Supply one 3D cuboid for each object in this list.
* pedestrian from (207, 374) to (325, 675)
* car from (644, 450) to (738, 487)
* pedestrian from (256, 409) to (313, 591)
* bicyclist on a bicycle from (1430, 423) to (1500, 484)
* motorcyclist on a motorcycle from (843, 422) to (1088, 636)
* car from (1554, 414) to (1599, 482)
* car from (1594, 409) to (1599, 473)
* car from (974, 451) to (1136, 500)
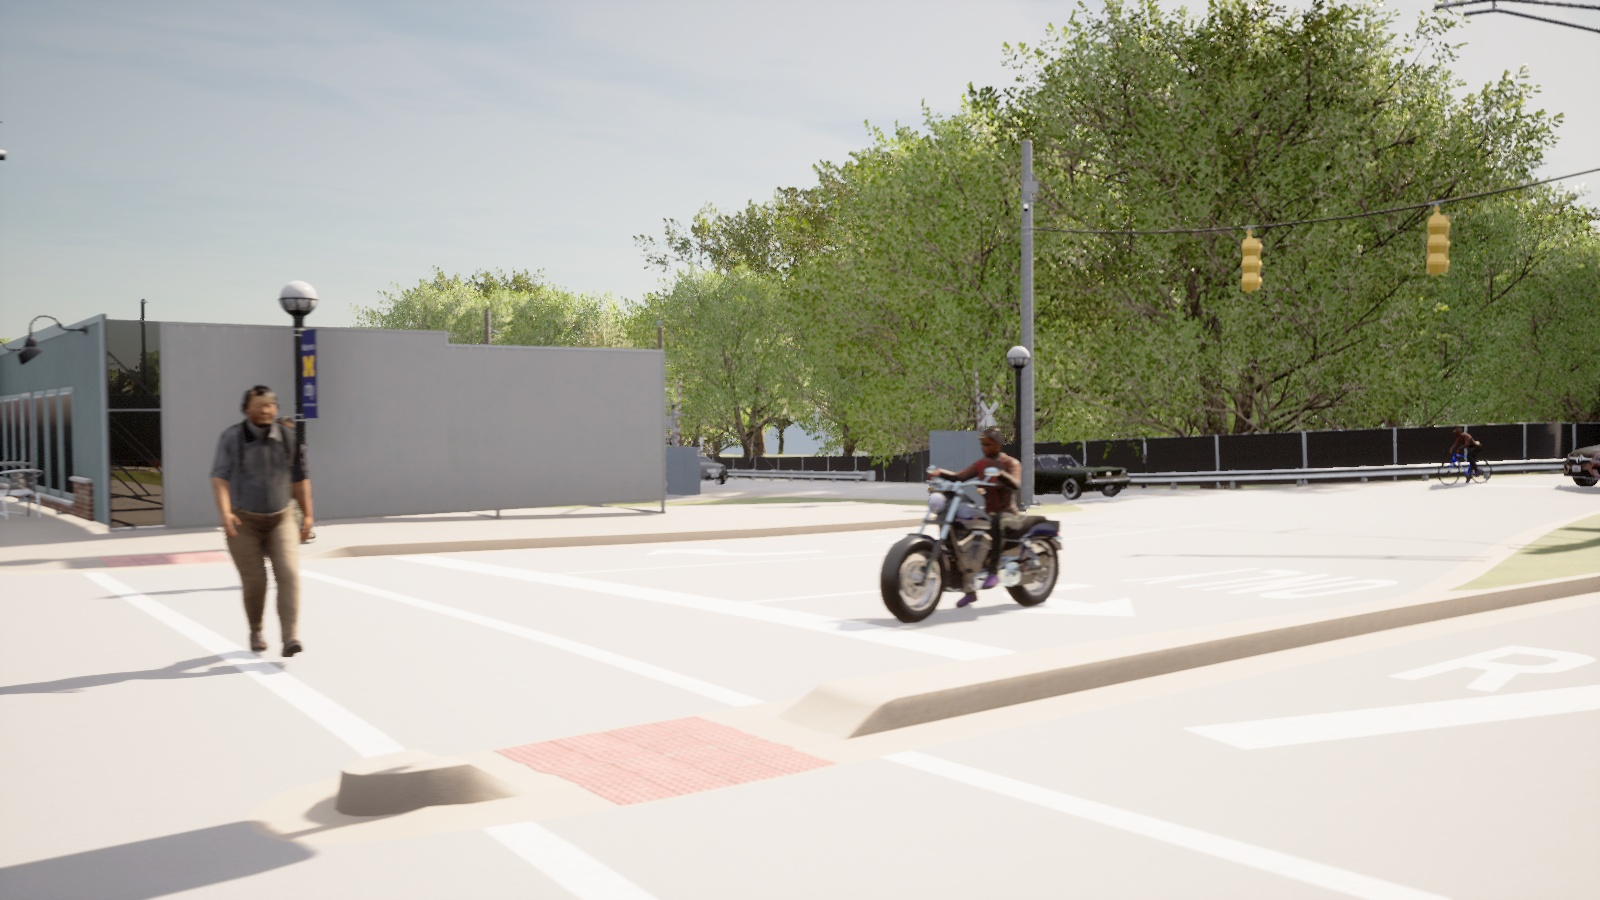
[{"bbox_3d":[-3.464,0.447,8.130,0.540,1.848,0.694,-2,2,-34],"label":"pedestrian"},{"bbox_3d":[-5.001,0.839,56.949,2.128,1.511,4.902,-2,1,-32],"label":"car"},{"bbox_3d":[-5.411,0.499,13.164,0.431,1.840,0.703,-2,2,-29],"label":"pedestrian"},{"bbox_3d":[18.831,0.085,35.548,1.656,1.620,0.582,-3,2,-6],"label":"bicyclist on a bicycle"},{"bbox_3d":[1.468,0.604,10.743,2.350,1.649,0.766,0,1,-44],"label":"motorcyclist on a motorcycle"},{"bbox_3d":[22.478,-0.110,32.152,5.027,1.651,2.152,-1,2,3],"label":"car"},{"bbox_3d":[25.219,-0.270,35.888,3.866,1.878,1.905,-1,2,16],"label":"car"},{"bbox_3d":[7.522,0.741,37.513,1.895,1.301,4.718,-3,1,-35],"label":"car"}]
